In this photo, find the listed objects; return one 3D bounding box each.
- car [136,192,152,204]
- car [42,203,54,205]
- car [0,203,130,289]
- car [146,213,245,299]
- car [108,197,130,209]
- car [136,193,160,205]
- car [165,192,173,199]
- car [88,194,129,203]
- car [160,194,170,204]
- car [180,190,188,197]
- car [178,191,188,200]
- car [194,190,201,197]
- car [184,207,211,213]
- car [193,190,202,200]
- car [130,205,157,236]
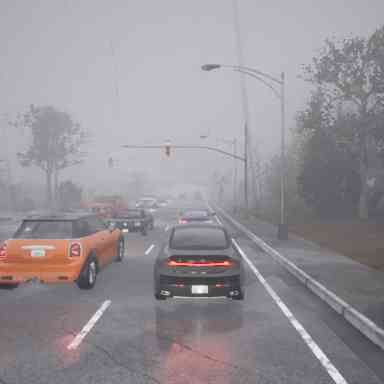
[{"bbox_3d":[-9.444,1.154,65.367,2.150,2.045,5.566,0,1,2],"label":"car"},{"bbox_3d":[-10.307,1.547,24.506,2.033,1.411,5.357,0,0,1],"label":"car"},{"bbox_3d":[-3.325,1.352,9.351,2.097,1.767,4.553,0,0,1],"label":"car"},{"bbox_3d":[0.164,1.505,8.410,1.837,1.490,4.892,0,0,1],"label":"car"},{"bbox_3d":[-9.901,1.504,45.399,1.837,1.490,4.892,0,0,1],"label":"car"},{"bbox_3d":[-6.347,1.220,48.068,2.150,2.045,5.566,0,0,1],"label":"car"},{"bbox_3d":[-5.654,0.813,78.552,1.882,1.535,5.008,0,3,1],"label":"car"},{"bbox_3d":[-6.769,1.220,26.399,2.150,2.045,5.566,0,0,2],"label":"car"},{"bbox_3d":[-5.996,1.528,63.623,1.994,1.385,4.181,0,1,2],"label":"car"},{"bbox_3d":[-2.015,0.341,85.657,1.812,1.442,4.674,0,3,1],"label":"car"},{"bbox_3d":[-2.218,1.013,75.239,1.837,1.490,4.892,0,3,1],"label":"car"},{"bbox_3d":[1.485,0.316,85.587,1.837,1.490,4.892,0,3,1],"label":"car"},{"bbox_3d":[0.260,1.526,17.484,1.812,1.442,4.674,0,0,3],"label":"car"},{"bbox_3d":[1.281,1.053,75.173,2.033,1.411,5.357,0,3,1],"label":"car"},{"bbox_3d":[-3.242,1.601,18.437,1.895,1.301,4.718,0,0,0],"label":"car"}]
